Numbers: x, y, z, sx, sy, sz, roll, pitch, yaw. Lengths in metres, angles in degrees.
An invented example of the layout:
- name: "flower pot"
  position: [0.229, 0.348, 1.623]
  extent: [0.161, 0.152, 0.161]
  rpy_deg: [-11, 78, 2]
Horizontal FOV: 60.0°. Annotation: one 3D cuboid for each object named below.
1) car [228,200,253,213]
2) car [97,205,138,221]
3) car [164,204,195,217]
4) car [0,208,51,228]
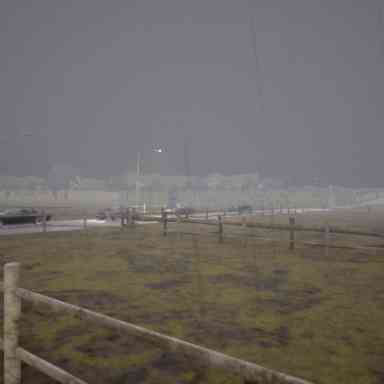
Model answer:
- name: "car"
  position: [7.908, 2.330, 54.058]
  extent: [2.150, 2.045, 5.566]
  rpy_deg: [1, -1, 35]
- name: "car"
  position: [-7.261, 2.023, 32.705]
  extent: [1.994, 1.385, 4.181]
  rpy_deg: [1, -1, 35]
- name: "car"
  position: [-1.533, 2.184, 40.817]
  extent: [2.128, 1.511, 4.902]
  rpy_deg: [1, -1, 35]
- name: "car"
  position: [-13.025, 1.844, 24.513]
  extent: [1.895, 1.301, 4.718]
  rpy_deg: [1, -1, 35]
